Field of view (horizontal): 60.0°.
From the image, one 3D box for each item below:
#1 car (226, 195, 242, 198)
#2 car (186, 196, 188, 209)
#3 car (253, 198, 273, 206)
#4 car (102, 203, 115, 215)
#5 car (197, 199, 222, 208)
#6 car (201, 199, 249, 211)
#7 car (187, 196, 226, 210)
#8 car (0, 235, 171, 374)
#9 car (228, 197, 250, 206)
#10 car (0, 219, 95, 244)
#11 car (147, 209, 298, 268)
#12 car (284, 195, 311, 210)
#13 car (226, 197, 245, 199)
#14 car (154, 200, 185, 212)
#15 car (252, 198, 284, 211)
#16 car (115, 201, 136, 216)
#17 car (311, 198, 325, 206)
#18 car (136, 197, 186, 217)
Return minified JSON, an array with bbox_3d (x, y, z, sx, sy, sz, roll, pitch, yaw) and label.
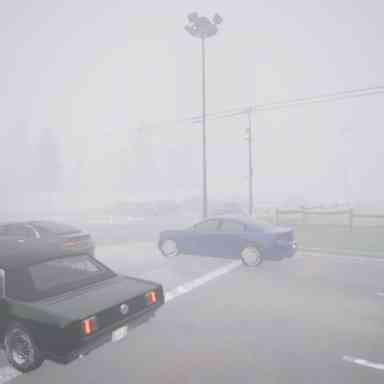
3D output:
[{"bbox_3d":[6.249,1.534,53.338,2.150,2.045,5.566,-1,0,36],"label":"car"},{"bbox_3d":[-0.072,1.535,44.720,2.150,2.045,5.566,-1,0,36],"label":"car"},{"bbox_3d":[13.507,1.875,63.197,1.994,1.385,4.181,-1,-1,37],"label":"car"},{"bbox_3d":[-8.349,1.860,39.267,1.837,1.490,4.892,-1,0,35],"label":"car"},{"bbox_3d":[2.898,1.880,54.648,1.812,1.442,4.674,-1,0,37],"label":"car"},{"bbox_3d":[3.197,1.692,31.356,1.837,1.490,4.892,-1,0,36],"label":"car"},{"bbox_3d":[1.908,1.623,41.494,2.097,1.767,4.553,-1,-1,36],"label":"car"},{"bbox_3d":[-2.900,1.667,5.656,4.718,1.301,1.895,-1,0,30],"label":"car"},{"bbox_3d":[8.992,1.831,62.922,1.882,1.535,5.008,-1,0,36],"label":"car"},{"bbox_3d":[-5.441,1.631,10.469,4.892,1.490,1.837,0,-1,18],"label":"car"},{"bbox_3d":[1.062,1.547,11.601,5.008,1.535,1.882,-1,-1,32],"label":"car"},{"bbox_3d":[14.480,1.409,46.837,2.150,2.045,5.566,-1,-1,36],"label":"car"},{"bbox_3d":[7.559,1.818,49.212,2.033,1.411,5.357,-1,0,36],"label":"car"},{"bbox_3d":[-3.107,1.919,46.470,1.994,1.385,4.181,-1,-1,37],"label":"car"},{"bbox_3d":[8.637,1.713,38.837,1.812,1.442,4.674,-1,0,36],"label":"car"},{"bbox_3d":[-5.761,1.818,36.867,1.837,1.490,4.892,-1,0,36],"label":"car"},{"bbox_3d":[20.454,1.750,54.955,1.994,1.385,4.181,-1,0,37],"label":"car"},{"bbox_3d":[-3.125,1.623,34.534,2.097,1.767,4.553,-1,0,35],"label":"car"}]
